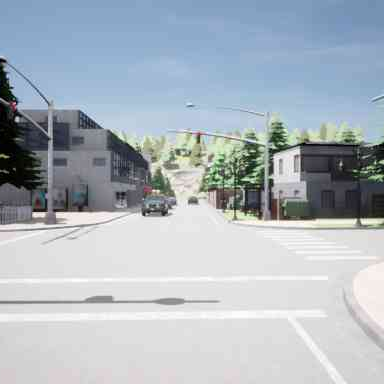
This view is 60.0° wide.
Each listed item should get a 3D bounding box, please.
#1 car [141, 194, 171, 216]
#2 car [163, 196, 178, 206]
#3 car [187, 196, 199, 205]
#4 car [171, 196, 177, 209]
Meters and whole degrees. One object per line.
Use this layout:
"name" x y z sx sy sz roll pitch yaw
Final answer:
"car" -3.555 1.221 32.699 2.150 2.045 5.566 0 0 0
"car" -3.495 1.490 55.425 2.128 1.511 4.902 0 0 0
"car" 0.185 1.505 59.556 1.837 1.490 4.892 0 0 0
"car" -3.537 1.492 43.425 2.128 1.511 4.902 0 0 0
